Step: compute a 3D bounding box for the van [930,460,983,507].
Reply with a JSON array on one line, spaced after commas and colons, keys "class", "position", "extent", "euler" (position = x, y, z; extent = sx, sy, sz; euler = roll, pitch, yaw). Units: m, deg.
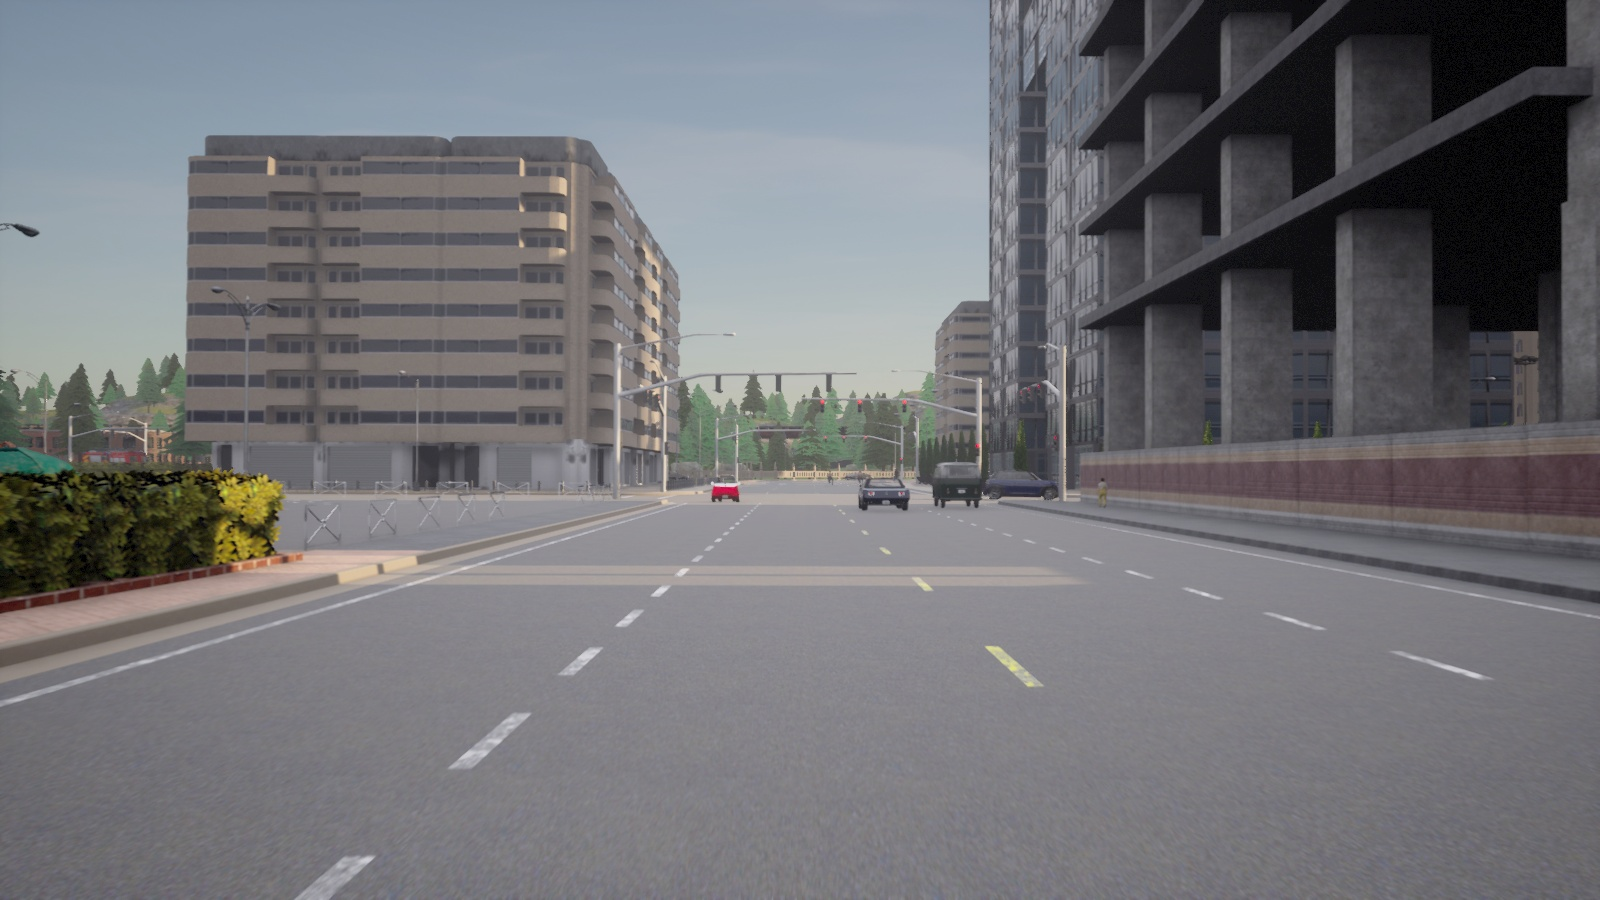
[{"class": "van", "position": [6.863, 1.467, 55.357], "extent": [1.775, 1.987, 4.442], "euler": [0, -1, 0]}]

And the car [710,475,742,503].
[{"class": "car", "position": [-3.671, 1.944, 62.797], "extent": [1.481, 1.376, 2.207], "euler": [0, -2, -1]}]

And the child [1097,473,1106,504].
[{"class": "child", "position": [12.137, 1.549, 50.487], "extent": [0.270, 1.263, 0.437], "euler": [0, -1, 3]}]

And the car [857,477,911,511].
[{"class": "car", "position": [3.374, 1.759, 51.230], "extent": [1.895, 1.301, 4.718], "euler": [0, -1, 0]}]

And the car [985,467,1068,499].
[{"class": "car", "position": [12.839, 1.865, 71.268], "extent": [4.553, 1.767, 2.097], "euler": [0, -1, 10]}]
